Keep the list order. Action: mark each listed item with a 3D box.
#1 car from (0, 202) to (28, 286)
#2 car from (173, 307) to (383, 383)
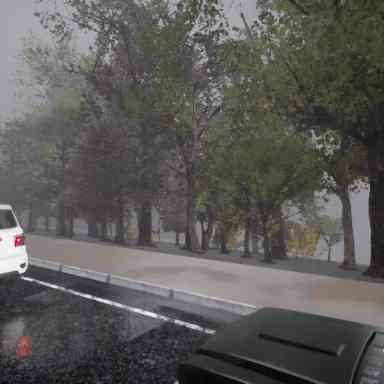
[{"bbox_3d":[-6.305,1.222,8.198,5.566,2.045,2.150,0,0,35],"label":"car"},{"bbox_3d":[2.128,1.601,2.165,4.718,1.301,1.895,0,0,36],"label":"car"}]
